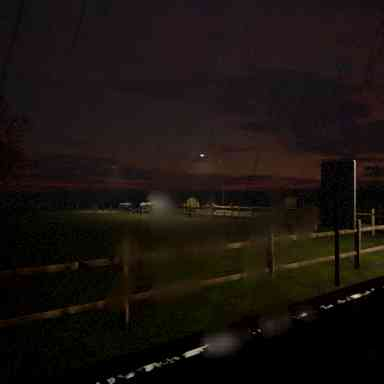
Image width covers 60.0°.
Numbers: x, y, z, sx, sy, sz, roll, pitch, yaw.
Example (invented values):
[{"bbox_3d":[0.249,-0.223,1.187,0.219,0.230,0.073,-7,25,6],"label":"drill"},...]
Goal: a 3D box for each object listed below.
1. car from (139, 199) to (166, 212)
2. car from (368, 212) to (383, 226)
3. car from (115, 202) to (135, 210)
[{"bbox_3d":[-6.347,2.094,53.006,2.150,2.045,5.566,0,-1,-36],"label":"car"},{"bbox_3d":[14.611,1.742,23.163,4.181,1.385,1.994,-2,-1,44],"label":"car"},{"bbox_3d":[-12.428,2.631,61.788,2.033,1.411,5.357,0,-1,-34],"label":"car"}]
